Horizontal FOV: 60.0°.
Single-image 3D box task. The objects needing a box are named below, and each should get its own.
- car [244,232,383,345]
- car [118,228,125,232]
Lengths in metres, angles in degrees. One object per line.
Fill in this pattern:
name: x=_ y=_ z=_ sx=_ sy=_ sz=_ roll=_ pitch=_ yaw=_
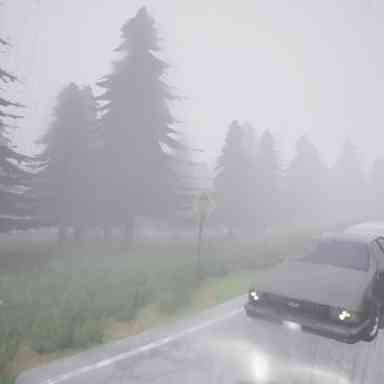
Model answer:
car: x=3.194 y=1.602 z=6.977 sx=2.033 sy=1.411 sz=5.357 roll=0 pitch=0 yaw=40
car: x=-17.367 y=9.540 z=85.024 sx=4.193 sy=1.474 sz=1.816 roll=3 pitch=2 yaw=-1
